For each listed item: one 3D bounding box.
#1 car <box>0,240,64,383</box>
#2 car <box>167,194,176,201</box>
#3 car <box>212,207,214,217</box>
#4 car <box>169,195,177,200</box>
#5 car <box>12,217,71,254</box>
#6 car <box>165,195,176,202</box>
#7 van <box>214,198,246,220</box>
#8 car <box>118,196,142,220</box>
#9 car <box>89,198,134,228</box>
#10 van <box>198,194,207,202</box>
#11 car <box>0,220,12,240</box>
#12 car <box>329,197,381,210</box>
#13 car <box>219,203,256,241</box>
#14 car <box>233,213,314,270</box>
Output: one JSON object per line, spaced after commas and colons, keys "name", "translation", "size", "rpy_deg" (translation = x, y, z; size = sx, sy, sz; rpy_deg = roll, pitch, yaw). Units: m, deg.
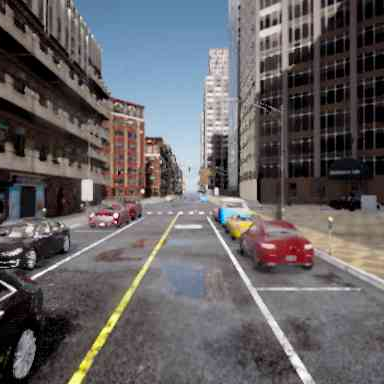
{"name": "car", "translation": [-2.851, 1.499, 2.494], "size": [1.837, 1.490, 4.892], "rpy_deg": [0, 0, 0]}
{"name": "car", "translation": [-5.312, 1.402, 87.408], "size": [1.967, 1.590, 4.097], "rpy_deg": [0, 0, 0]}
{"name": "car", "translation": [2.569, 1.479, 27.478], "size": [1.752, 1.417, 4.829], "rpy_deg": [0, 0, 0]}
{"name": "car", "translation": [-5.312, 1.536, 92.961], "size": [1.947, 1.339, 4.313], "rpy_deg": [0, 0, 0]}
{"name": "car", "translation": [-5.310, 1.528, 10.695], "size": [2.008, 1.369, 4.403], "rpy_deg": [0, 0, 0]}
{"name": "car", "translation": [-5.312, 1.474, 76.133], "size": [1.752, 1.417, 4.829], "rpy_deg": [0, 0, 0]}
{"name": "van", "translation": [2.571, 1.301, 21.771], "size": [1.690, 1.788, 3.998], "rpy_deg": [0, 0, 0]}
{"name": "car", "translation": [-5.309, 1.269, 27.301], "size": [2.192, 1.841, 5.009], "rpy_deg": [0, 0, 0]}
{"name": "car", "translation": [-5.310, 1.401, 21.765], "size": [1.967, 1.590, 4.097], "rpy_deg": [0, 0, 0]}
{"name": "van", "translation": [2.569, 1.289, 76.303], "size": [1.690, 1.788, 3.998], "rpy_deg": [0, 0, 0]}
{"name": "car", "translation": [-5.308, 1.304, 5.157], "size": [2.192, 1.841, 5.009], "rpy_deg": [0, 0, 0]}
{"name": "car", "translation": [16.818, 1.256, 34.547], "size": [4.902, 1.511, 2.128], "rpy_deg": [-1, -1, 41]}
{"name": "car", "translation": [2.570, 1.493, 16.408], "size": [1.752, 1.417, 4.829], "rpy_deg": [0, 0, 0]}
{"name": "car", "translation": [2.570, 1.559, 10.702], "size": [1.802, 1.307, 4.206], "rpy_deg": [0, 0, 0]}
